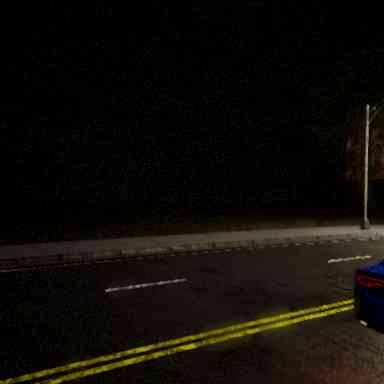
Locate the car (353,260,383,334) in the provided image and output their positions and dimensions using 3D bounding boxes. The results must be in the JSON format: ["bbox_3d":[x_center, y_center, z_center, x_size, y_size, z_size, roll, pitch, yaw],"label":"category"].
[{"bbox_3d":[4.919,1.507,5.545,5.008,1.535,1.882,0,0,-27],"label":"car"}]
